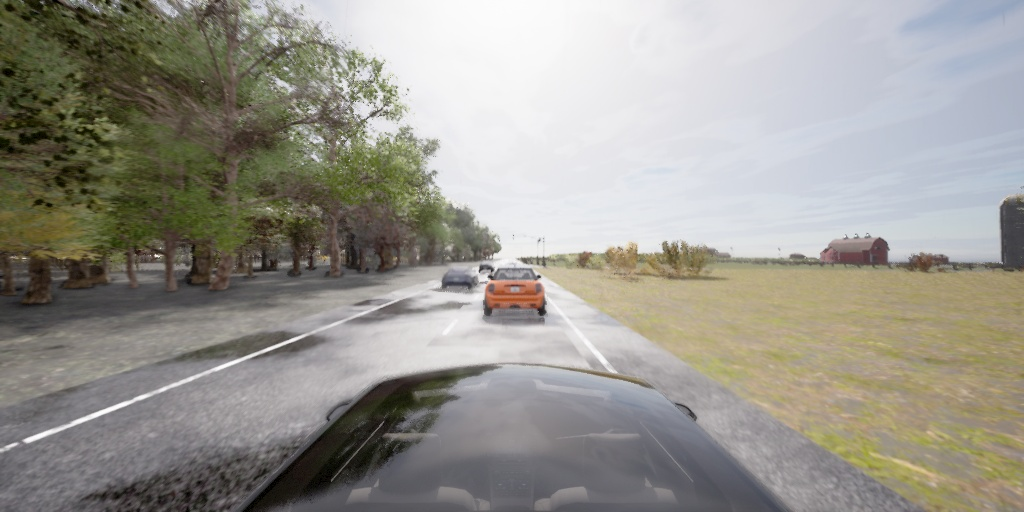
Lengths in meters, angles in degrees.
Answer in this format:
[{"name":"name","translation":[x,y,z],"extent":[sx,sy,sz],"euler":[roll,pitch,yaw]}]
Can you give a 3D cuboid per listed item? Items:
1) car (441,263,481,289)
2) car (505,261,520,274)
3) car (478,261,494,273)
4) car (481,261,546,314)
[{"name":"car","translation":[-3.401,1.372,23.829],"extent":[1.994,1.385,4.181],"euler":[0,0,0]},{"name":"car","translation":[0.099,1.383,45.211],"extent":[1.812,1.442,4.674],"euler":[0,0,0]},{"name":"car","translation":[-3.401,1.390,48.003],"extent":[1.812,1.442,4.674],"euler":[0,0,0]},{"name":"car","translation":[0.101,1.134,13.997],"extent":[2.097,1.767,4.553],"euler":[0,0,0]}]
